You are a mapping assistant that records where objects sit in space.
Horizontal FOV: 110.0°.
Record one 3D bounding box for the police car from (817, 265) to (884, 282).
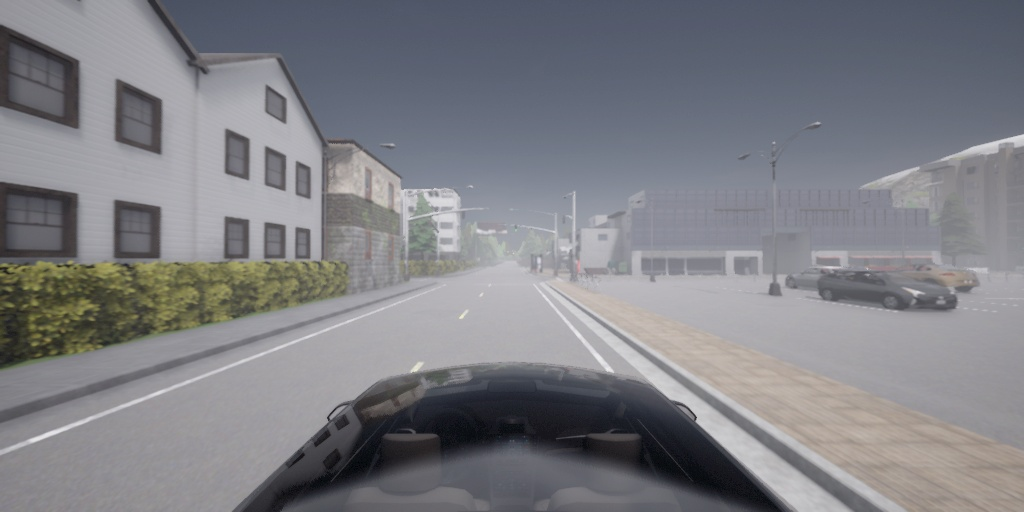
[{"bbox_3d":[37.917,1.851,40.228,4.974,1.542,2.038,0,-1,0],"label":"police car"}]
